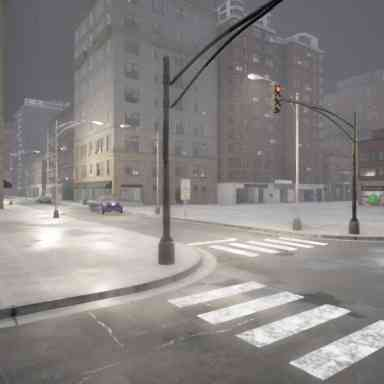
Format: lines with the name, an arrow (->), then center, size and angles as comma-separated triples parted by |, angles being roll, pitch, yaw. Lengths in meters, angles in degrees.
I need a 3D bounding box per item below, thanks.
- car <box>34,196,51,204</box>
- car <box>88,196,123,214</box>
car -> -25.169, 1.288, 56.051 | 1.994, 1.385, 4.181 | 0, 0, -36
car -> -8.617, 1.204, 32.893 | 2.097, 1.767, 4.553 | 0, 0, -36
